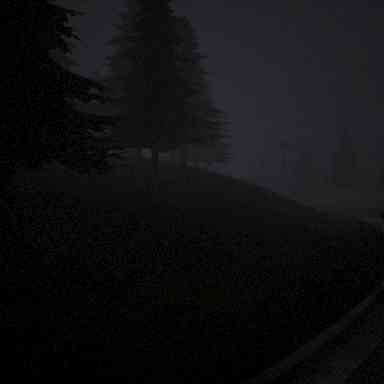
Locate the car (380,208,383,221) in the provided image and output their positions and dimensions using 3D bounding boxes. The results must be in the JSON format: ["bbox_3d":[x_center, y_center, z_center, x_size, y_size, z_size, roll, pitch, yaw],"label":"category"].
[{"bbox_3d":[16.373,1.674,26.230,1.882,1.535,5.008,0,0,17],"label":"car"}]
